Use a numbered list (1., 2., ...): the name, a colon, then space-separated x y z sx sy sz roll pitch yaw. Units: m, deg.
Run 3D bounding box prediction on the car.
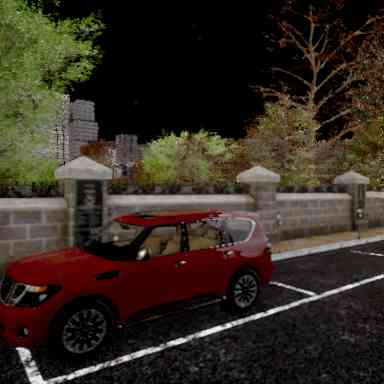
1. car: -0.652 1.294 6.084 5.009 1.841 2.192 -1 1 -36
